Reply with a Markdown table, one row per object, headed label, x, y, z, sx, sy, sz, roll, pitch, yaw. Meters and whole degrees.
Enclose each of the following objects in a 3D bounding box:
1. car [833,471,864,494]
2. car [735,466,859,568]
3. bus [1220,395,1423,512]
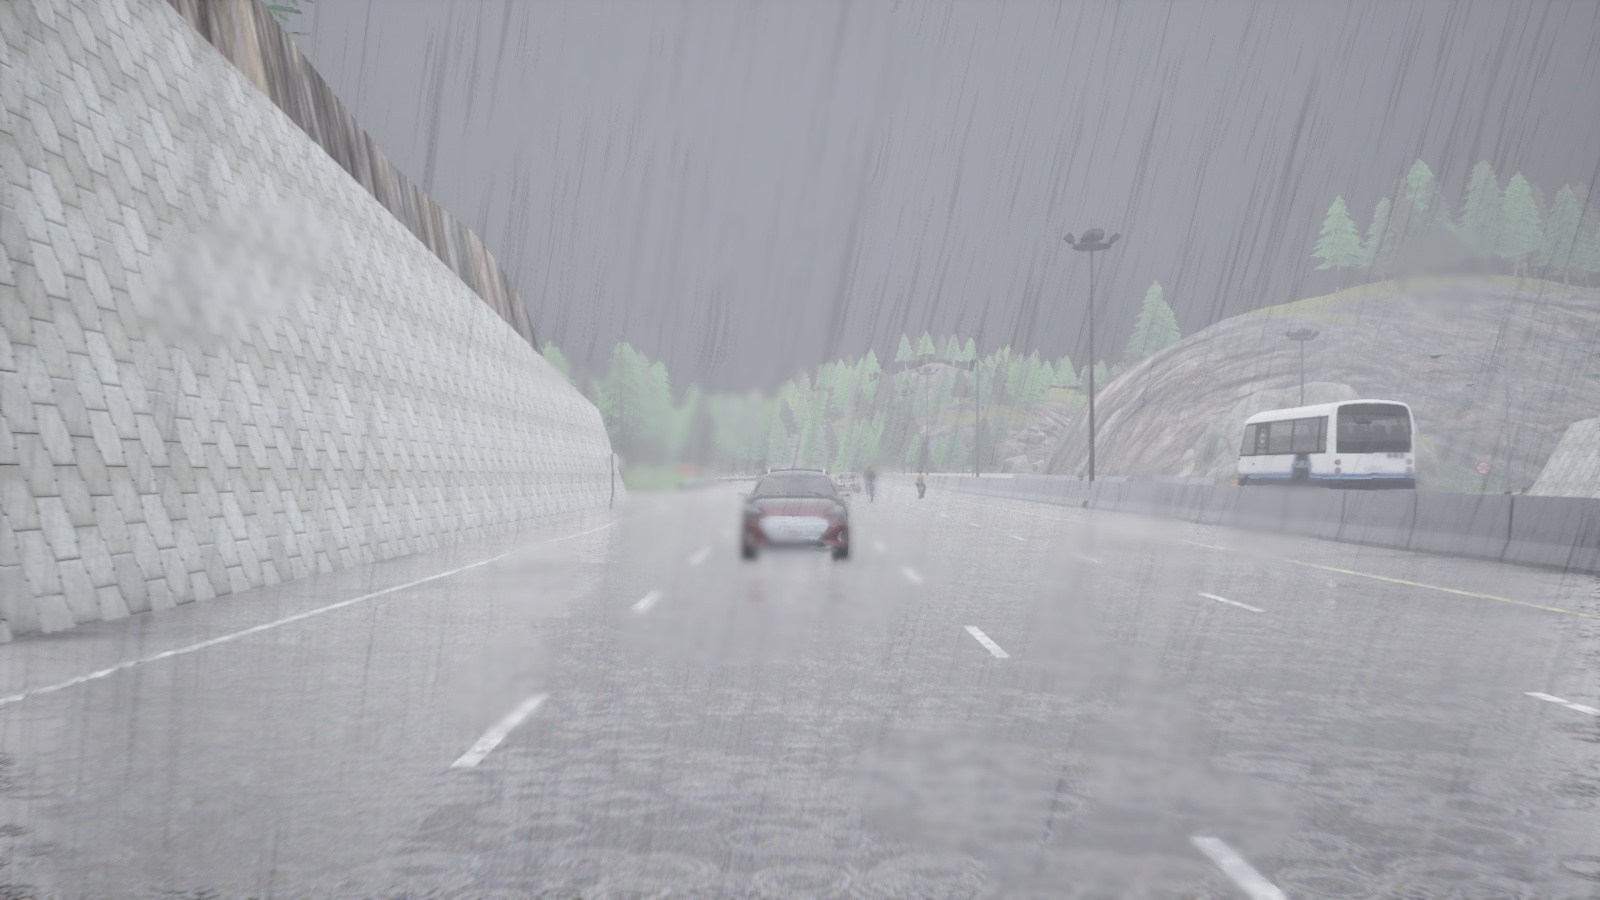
| label | x | y | z | sx | sy | sz | roll | pitch | yaw |
| --- | --- | --- | --- | --- | --- | --- | --- | --- | --- |
| car | 3.292 | 2.200 | 85.648 | 1.970 | 1.475 | 3.806 | 0 | -1 | 0 |
| car | -0.056 | 1.129 | 22.970 | 2.033 | 1.649 | 4.856 | 0 | -1 | 0 |
| bus | 20.870 | 0.212 | 51.226 | 3.944 | 4.253 | 10.273 | 0 | -1 | 0 |
